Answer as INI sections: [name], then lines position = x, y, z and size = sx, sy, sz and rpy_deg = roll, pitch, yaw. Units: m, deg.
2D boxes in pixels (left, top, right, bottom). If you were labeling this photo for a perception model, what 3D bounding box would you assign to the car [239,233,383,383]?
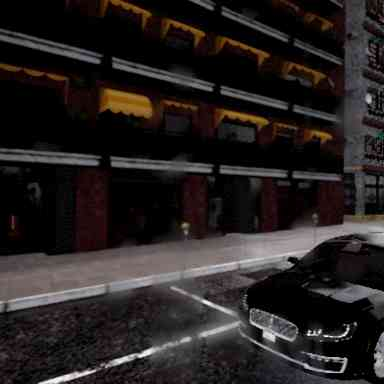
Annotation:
[car]
position = 2.915, 1.496, 5.447
size = 4.892, 1.490, 1.837
rpy_deg = 0, 0, -35
